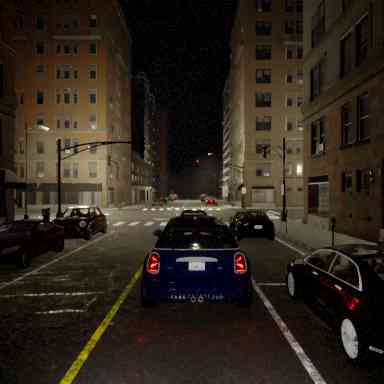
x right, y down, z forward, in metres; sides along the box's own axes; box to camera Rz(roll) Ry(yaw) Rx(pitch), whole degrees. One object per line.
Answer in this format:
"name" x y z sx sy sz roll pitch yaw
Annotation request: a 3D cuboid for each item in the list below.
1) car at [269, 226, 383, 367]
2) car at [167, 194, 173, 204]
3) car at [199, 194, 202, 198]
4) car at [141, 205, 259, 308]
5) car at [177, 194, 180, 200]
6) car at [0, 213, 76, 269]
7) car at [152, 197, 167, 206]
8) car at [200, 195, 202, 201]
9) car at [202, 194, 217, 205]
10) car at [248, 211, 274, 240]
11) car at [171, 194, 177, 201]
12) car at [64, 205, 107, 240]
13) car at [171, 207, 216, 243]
"car" 2.870 1.551 5.599 2.008 1.369 4.403 0 0 0
"car" -5.431 1.607 64.545 2.008 1.369 4.403 0 0 0
"car" 3.143 1.524 75.327 1.967 1.590 4.097 0 0 0
"car" 0.101 1.352 8.090 2.097 1.767 4.553 0 0 0
"car" -5.306 1.457 91.589 2.192 1.841 5.009 0 0 0
"car" -5.640 1.582 11.125 1.802 1.307 4.206 0 0 0
"car" -5.482 1.618 53.729 1.802 1.307 4.206 0 0 0
"car" 3.094 1.607 64.509 2.008 1.369 4.403 0 0 0
"car" 3.042 1.476 53.691 1.967 1.590 4.097 0 0 0
"car" 2.902 1.567 16.601 1.947 1.339 4.313 0 0 0
"car" -5.356 1.626 80.601 1.752 1.417 4.829 0 0 0
"car" -5.624 1.441 16.626 1.967 1.590 4.097 0 0 0
"car" 0.091 1.565 16.673 1.994 1.385 4.181 0 0 1
